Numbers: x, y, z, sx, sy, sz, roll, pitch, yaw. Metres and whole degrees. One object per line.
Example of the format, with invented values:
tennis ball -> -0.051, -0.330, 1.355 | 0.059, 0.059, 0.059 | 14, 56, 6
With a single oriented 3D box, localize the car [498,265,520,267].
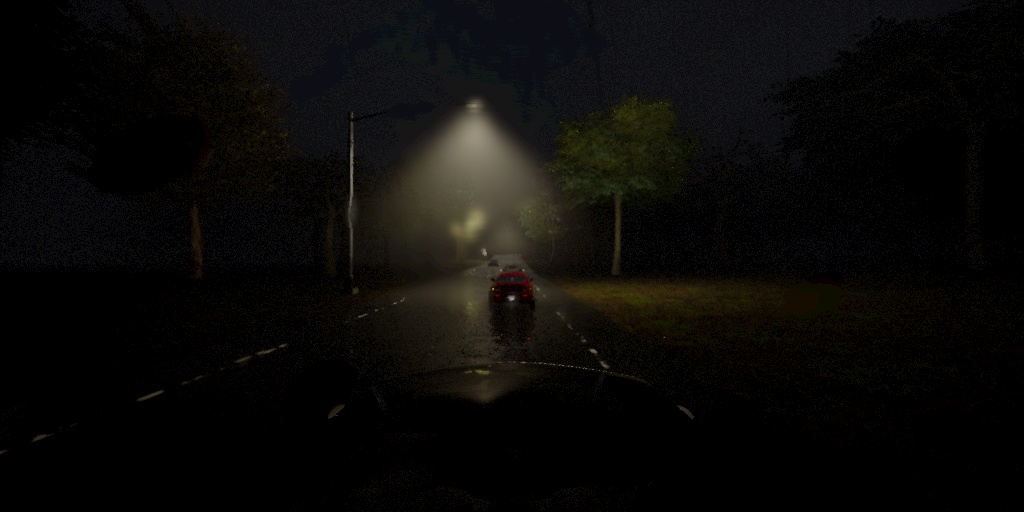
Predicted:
car -> 0.019, 1.519, 30.348 | 1.837, 1.490, 4.892 | 0, 0, 1

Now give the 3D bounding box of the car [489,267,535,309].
car -> 0.025, 1.406, 15.739 | 1.812, 1.442, 4.674 | 0, 0, 1
